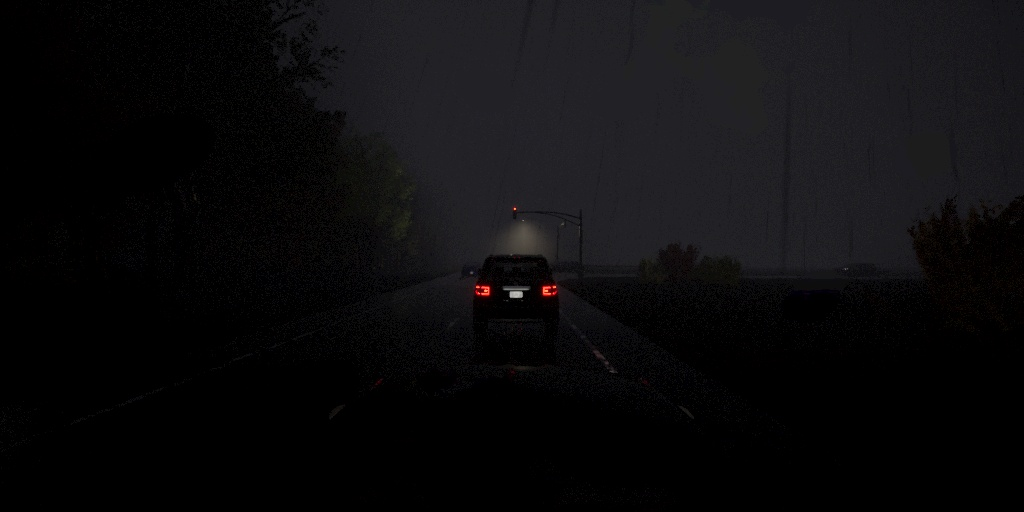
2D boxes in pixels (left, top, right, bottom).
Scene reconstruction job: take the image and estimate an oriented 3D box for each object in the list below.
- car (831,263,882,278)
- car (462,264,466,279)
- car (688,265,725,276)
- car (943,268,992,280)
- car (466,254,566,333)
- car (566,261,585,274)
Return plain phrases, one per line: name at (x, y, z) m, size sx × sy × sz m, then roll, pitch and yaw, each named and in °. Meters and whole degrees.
car at (40.361, 1.602, 42.104) m, size 4.553 × 1.767 × 2.097 m, roll 1°, pitch -1°, yaw 0°
car at (-3.399, 1.235, 32.666) m, size 1.882 × 1.535 × 5.008 m, roll 0°, pitch 0°, yaw 0°
car at (23.035, 1.586, 42.190) m, size 4.674 × 1.442 × 1.812 m, roll 1°, pitch -1°, yaw 0°
car at (48.515, 1.826, 38.478) m, size 5.357 × 1.411 × 2.033 m, roll 1°, pitch -1°, yaw 0°
car at (0.101, 0.974, 10.882) m, size 2.150 × 2.045 × 5.566 m, roll 0°, pitch 0°, yaw 0°
car at (6.501, 1.404, 44.281) m, size 4.902 × 1.511 × 2.128 m, roll 0°, pitch 0°, yaw 25°
